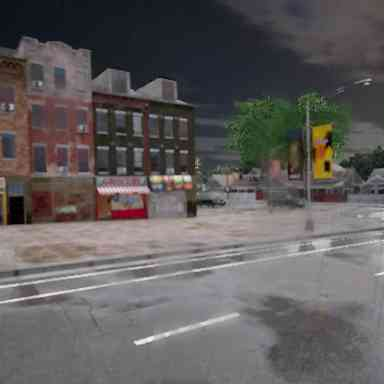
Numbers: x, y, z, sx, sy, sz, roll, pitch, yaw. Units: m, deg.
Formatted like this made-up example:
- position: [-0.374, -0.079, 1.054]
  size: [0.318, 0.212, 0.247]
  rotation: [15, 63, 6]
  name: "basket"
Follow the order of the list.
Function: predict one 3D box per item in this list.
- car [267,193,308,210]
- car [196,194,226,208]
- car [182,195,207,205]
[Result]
- position: [12.474, 1.225, 43.952]
  size: [2.150, 2.045, 5.566]
  rotation: [-2, 1, -35]
  name: "car"
- position: [2.883, 1.300, 51.902]
  size: [2.150, 2.045, 5.566]
  rotation: [-2, 1, -35]
  name: "car"
- position: [0.425, 1.447, 61.126]
  size: [2.128, 1.511, 4.902]
  rotation: [-2, 1, -35]
  name: "car"
